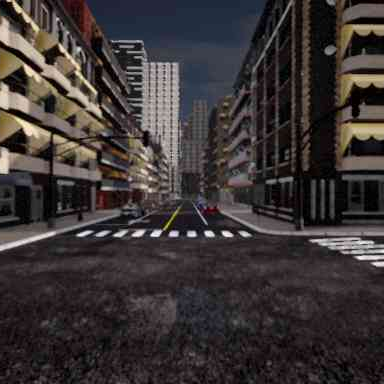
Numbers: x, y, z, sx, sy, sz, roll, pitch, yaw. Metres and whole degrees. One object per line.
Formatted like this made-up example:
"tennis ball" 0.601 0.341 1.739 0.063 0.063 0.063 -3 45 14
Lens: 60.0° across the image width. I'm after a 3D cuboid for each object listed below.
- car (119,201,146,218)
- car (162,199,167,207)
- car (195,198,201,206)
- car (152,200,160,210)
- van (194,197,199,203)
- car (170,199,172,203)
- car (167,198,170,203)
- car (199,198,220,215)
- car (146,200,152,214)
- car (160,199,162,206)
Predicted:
"car" -6.135 1.861 33.210 2.008 1.369 4.403 0 -1 -1
"car" -6.551 2.185 66.203 1.752 1.417 4.829 0 -1 -1
"car" 1.966 2.132 55.418 2.008 1.369 4.403 0 -1 -1
"car" -6.345 1.924 49.793 1.967 1.590 4.097 0 -1 -1
"van" 1.826 2.041 66.475 1.690 1.788 3.998 0 -1 -1
"car" -6.901 2.517 94.008 2.008 1.369 4.403 0 -1 -1
"car" -6.692 2.364 77.427 1.802 1.307 4.206 0 -1 -1
"car" 2.174 1.847 38.838 1.967 1.590 4.097 0 -1 -1
"car" -6.205 1.934 38.737 1.947 1.339 4.313 0 -1 -1
"car" -6.414 2.125 55.319 1.802 1.307 4.206 0 -1 -1
